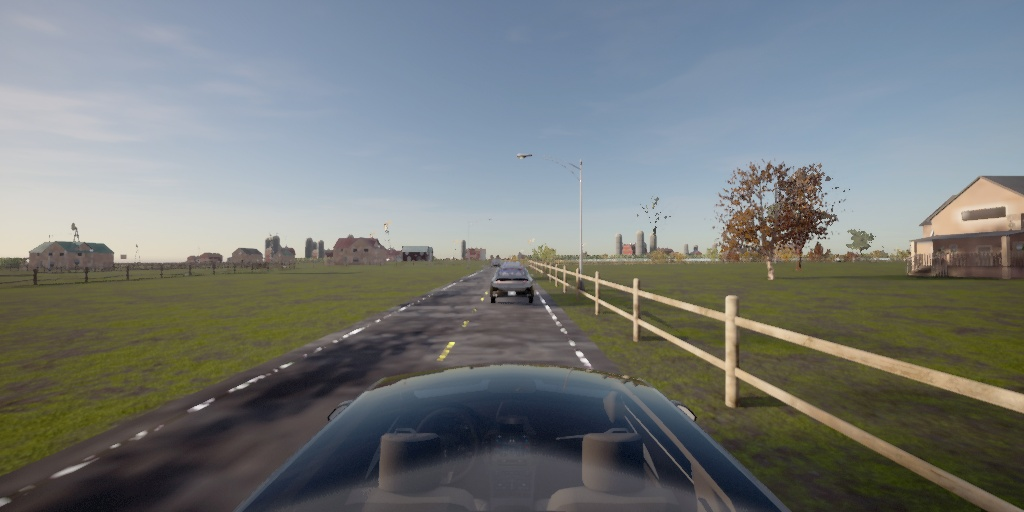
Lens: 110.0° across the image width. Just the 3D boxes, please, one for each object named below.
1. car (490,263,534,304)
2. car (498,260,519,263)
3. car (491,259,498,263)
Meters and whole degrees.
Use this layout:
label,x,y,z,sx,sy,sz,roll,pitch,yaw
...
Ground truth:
label,x,y,z,sx,sy,sz,roll,pitch,yaw
car,0.000,1.249,16.504,2.128,1.511,4.902,0,0,0
car,-0.001,1.249,31.508,1.882,1.535,5.008,0,0,0
car,-2.750,1.359,63.516,1.837,1.490,4.892,0,0,0
